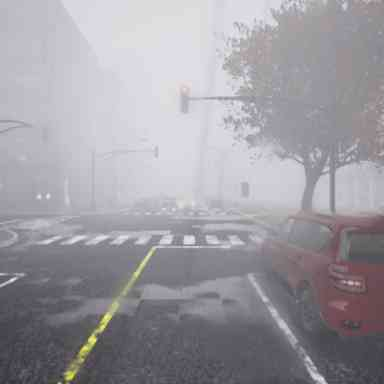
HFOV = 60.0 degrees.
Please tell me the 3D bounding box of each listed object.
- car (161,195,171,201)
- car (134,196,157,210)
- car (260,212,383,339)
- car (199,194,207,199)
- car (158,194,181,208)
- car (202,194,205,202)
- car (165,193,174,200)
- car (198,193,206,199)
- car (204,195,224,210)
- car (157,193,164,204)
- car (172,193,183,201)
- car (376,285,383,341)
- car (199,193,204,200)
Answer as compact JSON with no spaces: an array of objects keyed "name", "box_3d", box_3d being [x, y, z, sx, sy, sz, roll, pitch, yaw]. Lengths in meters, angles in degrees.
[{"name":"car","box_3d":[-5.576,1.236,72.028,1.802,1.307,4.206,0,0,0]},{"name":"car","box_3d":[-5.628,1.349,38.832,2.008,1.369,4.403,0,0,0]},{"name":"car","box_3d":[2.702,1.279,6.430,2.192,1.841,5.009,0,0,0]},{"name":"car","box_3d":[2.830,1.133,88.613,1.887,1.381,4.507,0,0,0]},{"name":"car","box_3d":[-2.934,1.335,44.013,2.033,1.411,5.357,0,1,0]},{"name":"car","box_3d":[2.769,1.272,50.054,1.752,1.417,4.829,0,0,0]},{"name":"car","box_3d":[-5.559,1.049,83.093,1.967,1.590,4.097,0,0,0]},{"name":"car","box_3d":[2.839,1.120,94.145,2.008,1.369,4.403,0,0,0]},{"name":"car","box_3d":[2.752,1.343,38.819,1.887,1.381,4.507,0,0,0]},{"name":"car","box_3d":[-5.611,1.298,49.898,2.008,1.369,4.403,0,0,0]},{"name":"car","box_3d":[-2.892,1.212,69.348,1.994,1.385,4.181,0,0,0]},{"name":"car","box_3d":[2.693,1.560,0.908,1.947,1.339,4.313,0,0,0]},{"name":"car","box_3d":[2.795,1.259,66.481,1.802,1.307,4.206,0,0,0]}]
